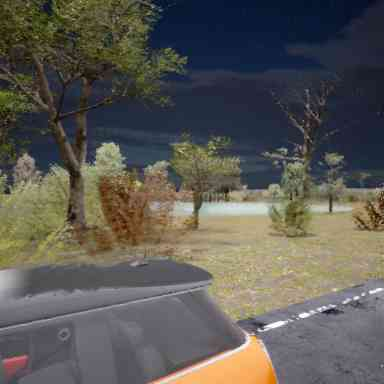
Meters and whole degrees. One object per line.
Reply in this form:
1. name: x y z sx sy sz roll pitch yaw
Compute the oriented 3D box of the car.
1. car: -1.553 1.352 1.945 4.553 1.767 2.097 0 0 -35
